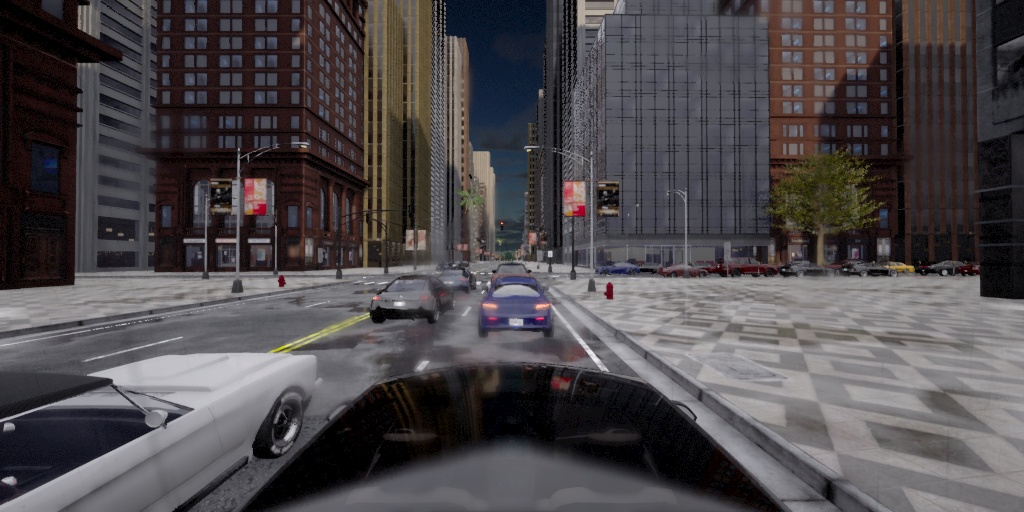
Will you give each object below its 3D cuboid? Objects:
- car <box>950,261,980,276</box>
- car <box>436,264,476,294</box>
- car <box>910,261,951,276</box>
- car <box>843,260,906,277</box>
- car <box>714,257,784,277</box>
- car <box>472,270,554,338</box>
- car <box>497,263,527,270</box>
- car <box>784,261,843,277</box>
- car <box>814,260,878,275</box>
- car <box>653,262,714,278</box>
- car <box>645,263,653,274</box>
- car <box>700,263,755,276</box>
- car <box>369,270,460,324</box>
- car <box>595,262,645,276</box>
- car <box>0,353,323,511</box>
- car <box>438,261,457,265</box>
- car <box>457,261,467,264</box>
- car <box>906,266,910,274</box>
[{"bbox_3d":[43.484,1.214,32.608,4.507,1.381,1.888,0,0,-1],"label":"car"},{"bbox_3d":[-3.164,1.353,20.504,1.994,1.385,4.181,0,0,0],"label":"car"},{"bbox_3d":[42.776,1.206,35.222,4.892,1.490,1.837,0,-1,-1],"label":"car"},{"bbox_3d":[32.208,1.260,32.425,4.313,1.339,1.948,0,0,-1],"label":"car"},{"bbox_3d":[20.934,1.041,32.242,5.009,1.841,2.192,0,0,-1],"label":"car"},{"bbox_3d":[0.099,1.284,10.124,1.812,1.442,4.674,0,0,0],"label":"car"},{"bbox_3d":[-0.012,1.135,19.110,2.097,1.767,4.553,0,0,0],"label":"car"},{"bbox_3d":[26.571,1.276,32.333,4.313,1.339,1.948,0,0,-1],"label":"car"},{"bbox_3d":[35.531,1.232,38.244,5.008,1.535,1.882,0,-1,0],"label":"car"},{"bbox_3d":[15.295,1.327,32.150,4.207,1.307,1.802,0,0,-1],"label":"car"},{"bbox_3d":[15.159,1.412,40.674,4.313,1.339,1.948,0,0,-1],"label":"car"},{"bbox_3d":[22.764,1.390,38.046,4.718,1.301,1.895,0,-1,-1],"label":"car"},{"bbox_3d":[-3.158,1.327,12.116,1.994,1.385,4.181,0,0,0],"label":"car"},{"bbox_3d":[11.104,1.354,37.875,4.674,1.442,1.812,0,-1,0],"label":"car"},{"bbox_3d":[-3.154,1.351,2.081,1.895,1.301,4.718,0,0,0],"label":"car"},{"bbox_3d":[-9.877,1.544,52.852,1.994,1.385,4.181,0,0,0],"label":"car"},{"bbox_3d":[-9.861,1.545,63.138,2.128,1.511,4.902,0,0,0],"label":"car"},{"bbox_3d":[43.181,1.296,41.129,4.829,1.417,1.751,0,0,-1],"label":"car"}]
